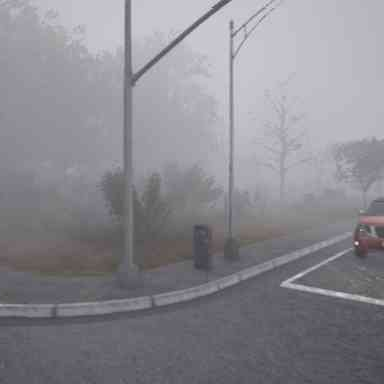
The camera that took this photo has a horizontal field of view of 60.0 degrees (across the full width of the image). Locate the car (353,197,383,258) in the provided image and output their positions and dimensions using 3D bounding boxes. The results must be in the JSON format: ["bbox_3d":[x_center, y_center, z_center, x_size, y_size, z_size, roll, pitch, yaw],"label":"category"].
[{"bbox_3d":[7.593,1.221,12.238,2.150,2.045,5.566,0,0,37],"label":"car"}]
